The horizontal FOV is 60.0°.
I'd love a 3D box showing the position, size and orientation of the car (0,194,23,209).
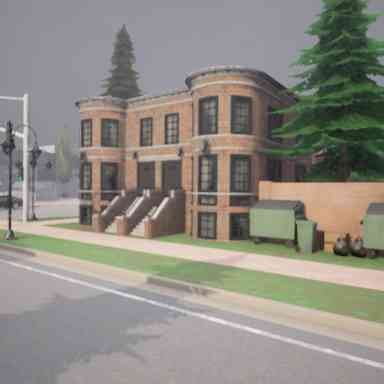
[{"bbox_3d":[-19.573,1.025,33.499,1.837,1.490,4.892,1,1,35],"label":"car"}]
